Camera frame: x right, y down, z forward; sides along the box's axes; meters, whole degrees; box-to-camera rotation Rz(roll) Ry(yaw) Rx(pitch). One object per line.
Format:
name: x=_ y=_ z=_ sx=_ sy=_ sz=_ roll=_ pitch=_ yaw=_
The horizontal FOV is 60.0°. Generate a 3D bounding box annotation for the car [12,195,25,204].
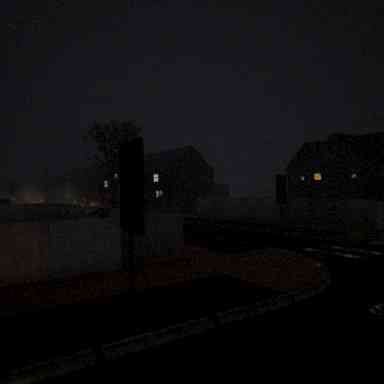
car: x=-42.743 y=2.028 z=82.664 sx=1.882 sy=1.535 sz=5.008 roll=-2 pitch=0 yaw=-35
